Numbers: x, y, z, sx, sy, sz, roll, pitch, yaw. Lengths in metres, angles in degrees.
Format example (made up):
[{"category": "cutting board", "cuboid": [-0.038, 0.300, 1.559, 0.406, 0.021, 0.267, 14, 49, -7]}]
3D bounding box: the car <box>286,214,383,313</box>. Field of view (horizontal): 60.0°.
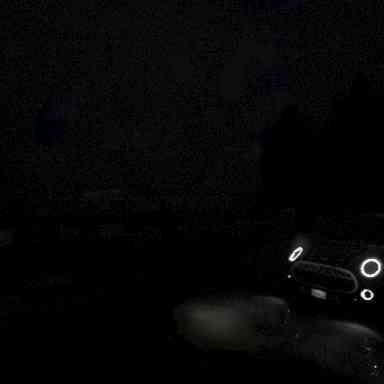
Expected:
[{"category": "car", "cuboid": [4.228, 1.327, 7.583, 4.553, 1.767, 2.097, 0, 0, -35]}]
